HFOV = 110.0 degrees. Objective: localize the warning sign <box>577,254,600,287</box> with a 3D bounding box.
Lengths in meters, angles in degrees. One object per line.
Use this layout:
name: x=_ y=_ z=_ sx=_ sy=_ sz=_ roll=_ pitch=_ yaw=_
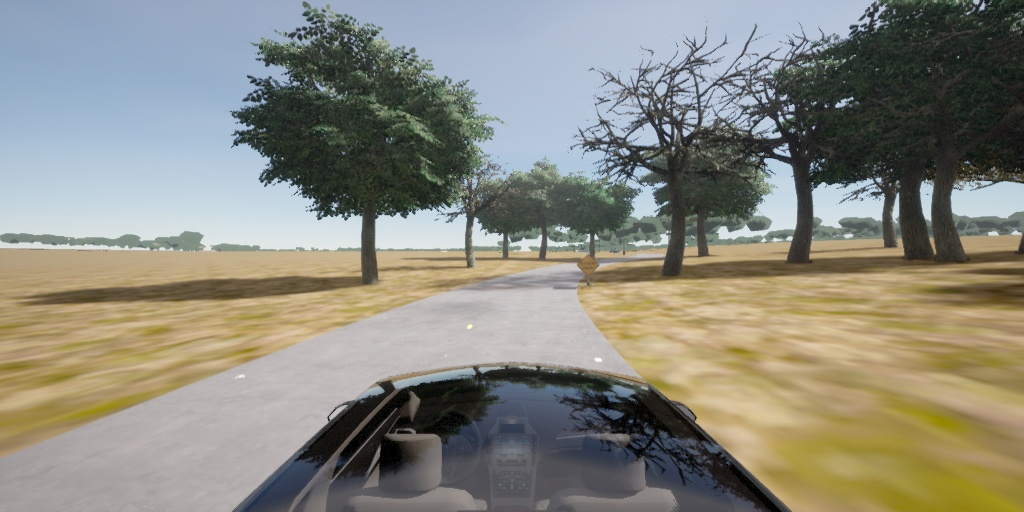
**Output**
warning sign: x=4.444 y=0.821 z=20.883 sx=1.300 sy=1.860 sz=1.060 roll=0 pitch=0 yaw=11
